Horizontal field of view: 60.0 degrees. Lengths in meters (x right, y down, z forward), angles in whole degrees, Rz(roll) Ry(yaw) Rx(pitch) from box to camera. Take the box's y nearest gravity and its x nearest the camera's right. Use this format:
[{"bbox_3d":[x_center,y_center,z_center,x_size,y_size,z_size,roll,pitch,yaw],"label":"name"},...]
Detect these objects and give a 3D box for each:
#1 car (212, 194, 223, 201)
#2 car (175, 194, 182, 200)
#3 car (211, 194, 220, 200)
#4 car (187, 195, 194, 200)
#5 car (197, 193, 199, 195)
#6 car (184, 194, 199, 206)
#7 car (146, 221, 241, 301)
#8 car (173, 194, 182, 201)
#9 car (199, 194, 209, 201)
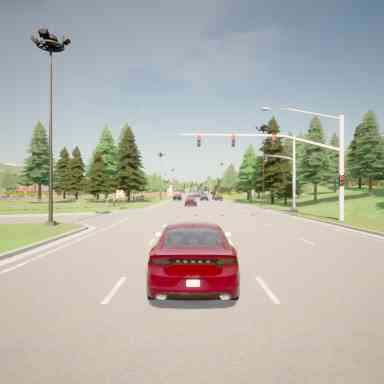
[{"bbox_3d":[6.684,1.516,83.660,2.128,1.511,4.902,0,0,0],"label":"car"},{"bbox_3d":[-3.855,1.310,94.040,1.882,1.535,5.008,0,0,0],"label":"car"},{"bbox_3d":[6.645,1.372,94.080,2.033,1.411,5.357,0,0,0],"label":"car"},{"bbox_3d":[-0.355,1.427,94.083,1.895,1.301,4.718,0,0,0],"label":"car"},{"bbox_3d":[3.145,1.357,94.066,2.128,1.511,4.902,0,0,0],"label":"car"},{"bbox_3d":[-0.199,1.525,53.020,1.812,1.442,4.674,0,0,0],"label":"car"},{"bbox_3d":[0.031,1.478,8.418,1.882,1.535,5.008,0,0,0],"label":"car"},{"bbox_3d":[-3.816,1.469,83.620,1.882,1.535,5.008,0,0,0],"label":"car"},{"bbox_3d":[3.183,1.516,84.063,1.812,1.442,4.674,0,0,0],"label":"car"}]
